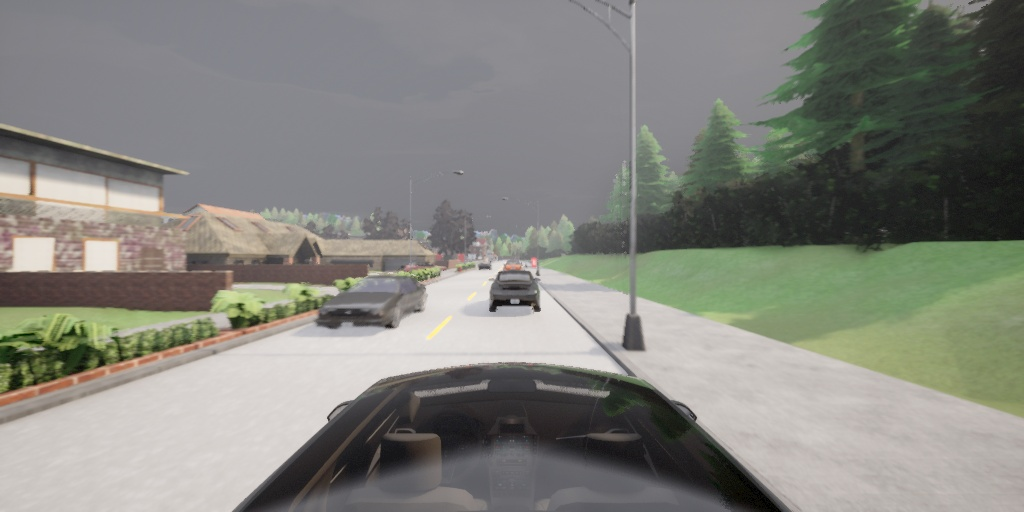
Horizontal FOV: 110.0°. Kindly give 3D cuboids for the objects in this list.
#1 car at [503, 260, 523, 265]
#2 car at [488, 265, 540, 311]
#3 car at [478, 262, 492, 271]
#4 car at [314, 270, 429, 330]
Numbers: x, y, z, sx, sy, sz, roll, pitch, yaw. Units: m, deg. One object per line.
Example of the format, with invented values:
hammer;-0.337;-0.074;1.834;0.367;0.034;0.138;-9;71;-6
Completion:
car;0.104;1.250;39.631;2.097;1.767;4.553;0;0;0
car;0.103;1.307;14.696;1.837;1.490;4.892;0;0;0
car;-4.045;1.559;54.607;1.895;1.301;4.718;0;0;1
car;-4.098;1.336;11.578;2.033;1.411;5.357;0;0;0
